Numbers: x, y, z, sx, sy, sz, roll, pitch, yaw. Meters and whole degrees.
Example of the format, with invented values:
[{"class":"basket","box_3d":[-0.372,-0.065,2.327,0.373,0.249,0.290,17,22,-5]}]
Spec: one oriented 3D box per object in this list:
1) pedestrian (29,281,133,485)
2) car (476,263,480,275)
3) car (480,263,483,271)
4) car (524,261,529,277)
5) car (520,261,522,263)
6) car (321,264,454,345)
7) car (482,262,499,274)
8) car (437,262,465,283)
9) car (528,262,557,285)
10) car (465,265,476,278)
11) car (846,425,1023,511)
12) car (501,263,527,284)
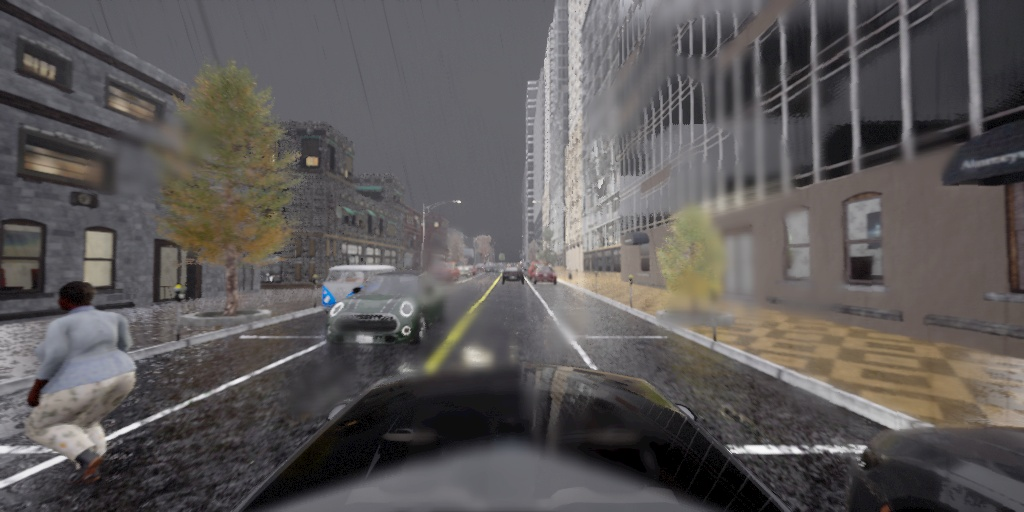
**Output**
[{"class":"pedestrian","box_3d":[-3.769,1.062,3.158,0.375,1.860,0.375,1,-2,0]},{"class":"car","box_3d":[-5.694,1.882,47.657,1.888,1.381,4.507,0,0,0]},{"class":"car","box_3d":[-5.696,1.996,64.588,1.967,1.591,4.097,0,0,0]},{"class":"car","box_3d":[2.688,1.507,36.316,2.192,1.841,5.009,0,0,0]},{"class":"car","box_3d":[0.079,1.766,43.848,1.882,1.535,5.008,0,0,0]},{"class":"car","box_3d":[-3.101,1.206,9.851,2.097,1.767,4.553,0,-1,0]},{"class":"car","box_3d":[-3.043,2.005,55.700,1.994,1.385,4.181,0,-1,1]},{"class":"car","box_3d":[-5.692,1.435,30.727,2.192,1.841,5.009,0,0,0]},{"class":"car","box_3d":[2.688,1.560,30.672,1.967,1.591,4.097,0,0,0]},{"class":"car","box_3d":[-5.693,1.815,42.014,2.007,1.370,4.403,0,0,0]},{"class":"car","box_3d":[3.000,1.237,0.197,1.837,1.490,4.892,0,-1,0]},{"class":"car","box_3d":[0.090,1.611,31.748,1.882,1.535,5.008,0,-1,0]}]
